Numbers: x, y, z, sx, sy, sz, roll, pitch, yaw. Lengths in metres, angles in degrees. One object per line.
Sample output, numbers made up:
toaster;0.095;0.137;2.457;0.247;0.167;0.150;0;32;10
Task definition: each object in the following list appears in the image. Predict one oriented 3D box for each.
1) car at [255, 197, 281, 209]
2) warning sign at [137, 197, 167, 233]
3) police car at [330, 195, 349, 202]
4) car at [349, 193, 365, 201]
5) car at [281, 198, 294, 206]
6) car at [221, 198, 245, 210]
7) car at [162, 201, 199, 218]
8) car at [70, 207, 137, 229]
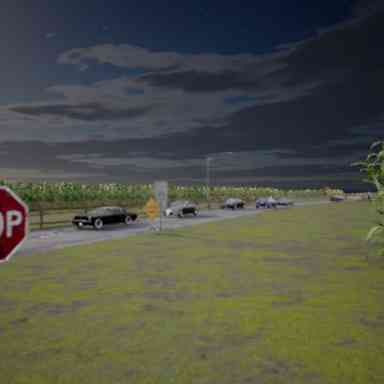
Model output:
car;10.791;1.453;47.895;2.097;1.767;4.553;0;0;30
warning sign;-2.209;1.226;18.444;1.300;1.860;1.060;0;0;30
police car;33.949;1.489;77.356;1.930;1.638;5.238;0;0;45
car;41.155;1.495;84.185;5.366;1.575;1.801;0;0;-42
car;15.706;1.662;56.134;1.994;1.385;4.181;0;0;34
car;5.488;1.573;44.169;1.882;1.535;5.008;0;0;28
car;-0.999;1.587;31.763;2.128;1.511;4.902;0;0;28
car;-5.907;1.699;22.768;1.895;1.301;4.718;0;0;29
